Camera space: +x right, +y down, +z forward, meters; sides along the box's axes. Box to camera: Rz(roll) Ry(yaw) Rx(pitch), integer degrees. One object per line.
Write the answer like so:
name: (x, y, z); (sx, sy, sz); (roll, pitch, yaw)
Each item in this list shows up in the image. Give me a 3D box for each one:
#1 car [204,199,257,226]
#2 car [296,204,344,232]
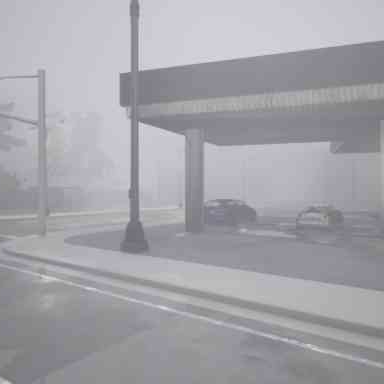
car: (2.624, 1.302, 22.607); (2.242, 1.667, 4.611); (0, 0, 37)
car: (7.697, 1.459, 19.805); (1.970, 1.475, 3.806); (0, 0, 37)
